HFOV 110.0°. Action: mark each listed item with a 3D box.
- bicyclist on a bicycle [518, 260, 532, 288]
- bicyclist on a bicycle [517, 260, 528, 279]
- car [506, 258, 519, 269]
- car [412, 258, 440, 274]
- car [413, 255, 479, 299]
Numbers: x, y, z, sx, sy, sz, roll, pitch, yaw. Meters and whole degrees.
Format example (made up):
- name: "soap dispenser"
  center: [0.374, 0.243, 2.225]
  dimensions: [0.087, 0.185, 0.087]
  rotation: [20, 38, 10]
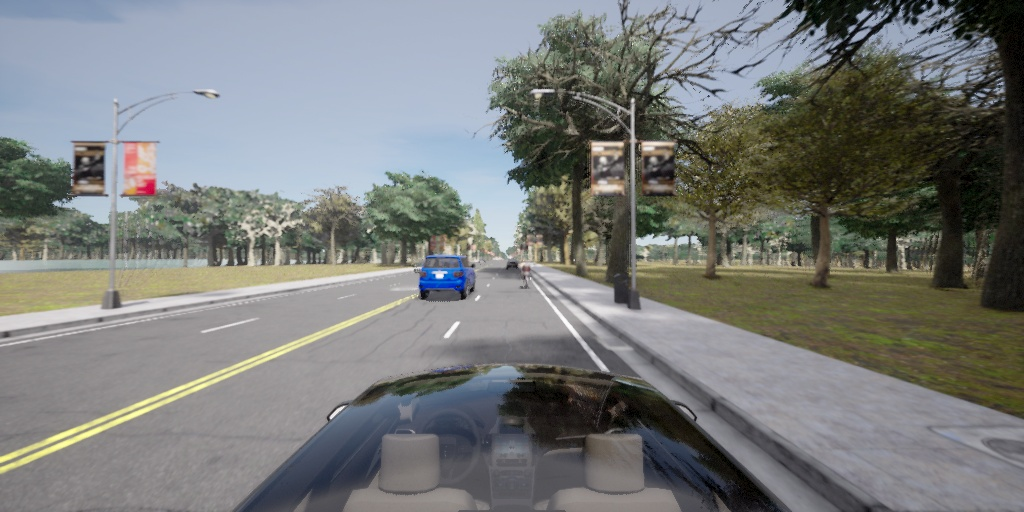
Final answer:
- name: "bicyclist on a bicycle"
  center: [0.898, 1.117, 21.877]
  dimensions: [0.659, 1.776, 1.843]
  rotation: [0, 0, 0]
- name: "bicyclist on a bicycle"
  center: [0.887, 1.178, 31.200]
  dimensions: [0.866, 1.612, 1.509]
  rotation: [0, 0, 0]
- name: "car"
  center: [0.088, 1.235, 54.538]
  dimensions: [1.837, 1.490, 4.892]
  rotation: [0, 1, 0]
- name: "car"
  center: [-9.821, 1.087, 41.284]
  dimensions: [2.097, 1.767, 4.553]
  rotation: [0, 0, 0]
- name: "car"
  center: [-3.148, 0.968, 18.272]
  dimensions: [2.150, 2.045, 5.566]
  rotation: [0, 0, 0]
